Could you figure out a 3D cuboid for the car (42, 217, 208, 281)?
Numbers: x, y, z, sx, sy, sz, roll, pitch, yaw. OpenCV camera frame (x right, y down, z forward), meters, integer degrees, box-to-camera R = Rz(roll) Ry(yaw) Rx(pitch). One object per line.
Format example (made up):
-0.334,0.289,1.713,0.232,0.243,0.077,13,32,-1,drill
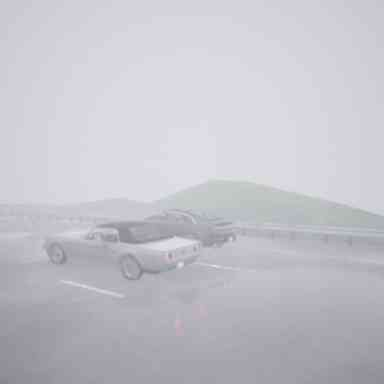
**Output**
-2.144,1.502,9.507,4.718,1.301,1.895,1,1,33,car

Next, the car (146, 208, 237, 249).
-0.709,1.375,12.718,4.902,1.511,2.128,1,1,33,car
